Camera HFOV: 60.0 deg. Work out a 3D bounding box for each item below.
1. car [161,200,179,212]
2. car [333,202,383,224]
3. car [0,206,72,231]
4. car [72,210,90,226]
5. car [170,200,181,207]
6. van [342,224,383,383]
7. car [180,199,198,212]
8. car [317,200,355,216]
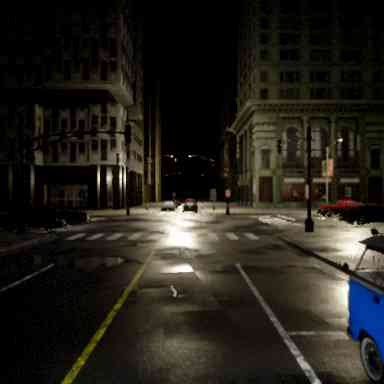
[{"bbox_3d":[-3.247,2.046,46.863,2.033,1.411,5.357,0,-1,0],"label":"car"},{"bbox_3d":[12.885,1.619,23.571,4.674,1.442,1.812,-1,0,0],"label":"car"},{"bbox_3d":[-11.318,1.942,23.502,4.674,1.442,1.812,-1,0,0],"label":"car"},{"bbox_3d":[-10.780,1.919,26.755,4.902,1.511,2.128,-1,0,0],"label":"car"},{"bbox_3d":[-3.337,2.250,66.986,1.994,1.385,4.181,0,-1,0],"label":"car"},{"bbox_3d":[2.848,1.374,2.849,1.690,1.788,3.998,0,-1,0],"label":"van"},{"bbox_3d":[-0.206,2.053,45.921,1.994,1.385,4.181,0,0,1],"label":"car"},{"bbox_3d":[15.181,1.601,33.528,5.008,1.535,1.882,-1,0,0],"label":"car"}]
